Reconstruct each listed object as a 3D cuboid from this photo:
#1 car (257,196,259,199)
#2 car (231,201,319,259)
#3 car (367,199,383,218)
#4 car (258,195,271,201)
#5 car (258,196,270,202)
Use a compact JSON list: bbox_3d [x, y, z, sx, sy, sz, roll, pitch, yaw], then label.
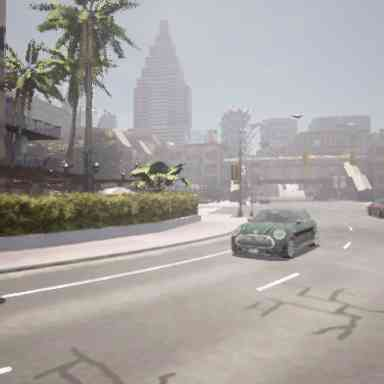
[{"bbox_3d":[17.107,1.667,78.127,2.185,1.767,4.553,0,0,11],"label":"car"},{"bbox_3d":[3.370,1.403,13.035,2.097,1.767,4.553,-1,0,36],"label":"car"},{"bbox_3d":[17.899,1.422,30.843,2.097,1.767,4.553,0,0,13],"label":"car"},{"bbox_3d":[15.989,1.766,71.798,2.097,1.535,5.008,0,0,11],"label":"car"},{"bbox_3d":[19.247,1.836,88.688,2.231,1.521,4.892,0,0,21],"label":"car"}]
